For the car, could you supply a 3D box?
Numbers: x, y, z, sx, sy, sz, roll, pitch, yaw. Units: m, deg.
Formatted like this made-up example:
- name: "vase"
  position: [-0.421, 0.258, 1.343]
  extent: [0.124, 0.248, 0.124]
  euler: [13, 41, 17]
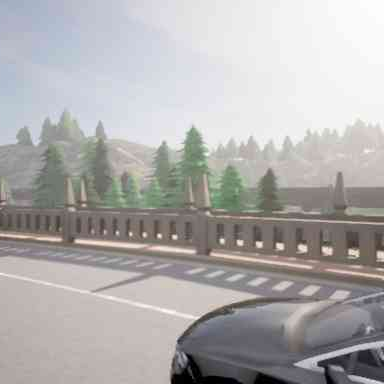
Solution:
- name: "car"
  position: [2.028, 1.480, 2.393]
  extent: [4.902, 1.511, 2.128]
  euler: [0, 0, 35]
